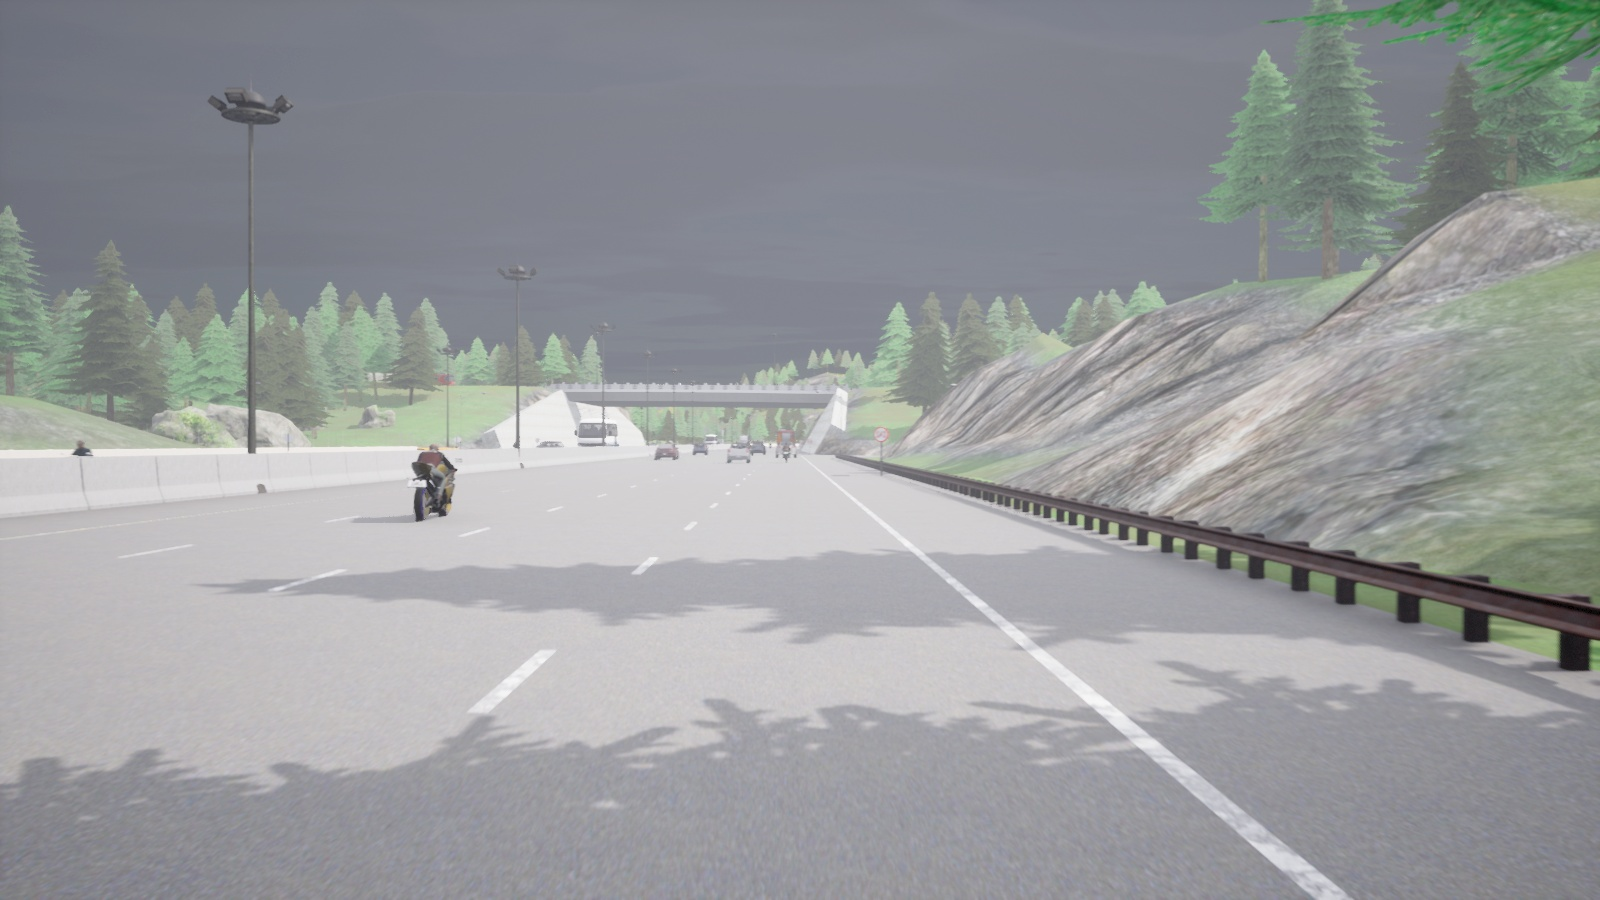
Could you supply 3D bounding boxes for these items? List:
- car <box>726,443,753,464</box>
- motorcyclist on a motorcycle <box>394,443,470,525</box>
[{"bbox_3d":[-4.472,0.232,93.244,1.845,1.501,3.633,0,0,-1],"label":"car"},{"bbox_3d":[-7.231,0.637,24.784,0.866,1.530,2.191,0,0,-1],"label":"motorcyclist on a motorcycle"}]
